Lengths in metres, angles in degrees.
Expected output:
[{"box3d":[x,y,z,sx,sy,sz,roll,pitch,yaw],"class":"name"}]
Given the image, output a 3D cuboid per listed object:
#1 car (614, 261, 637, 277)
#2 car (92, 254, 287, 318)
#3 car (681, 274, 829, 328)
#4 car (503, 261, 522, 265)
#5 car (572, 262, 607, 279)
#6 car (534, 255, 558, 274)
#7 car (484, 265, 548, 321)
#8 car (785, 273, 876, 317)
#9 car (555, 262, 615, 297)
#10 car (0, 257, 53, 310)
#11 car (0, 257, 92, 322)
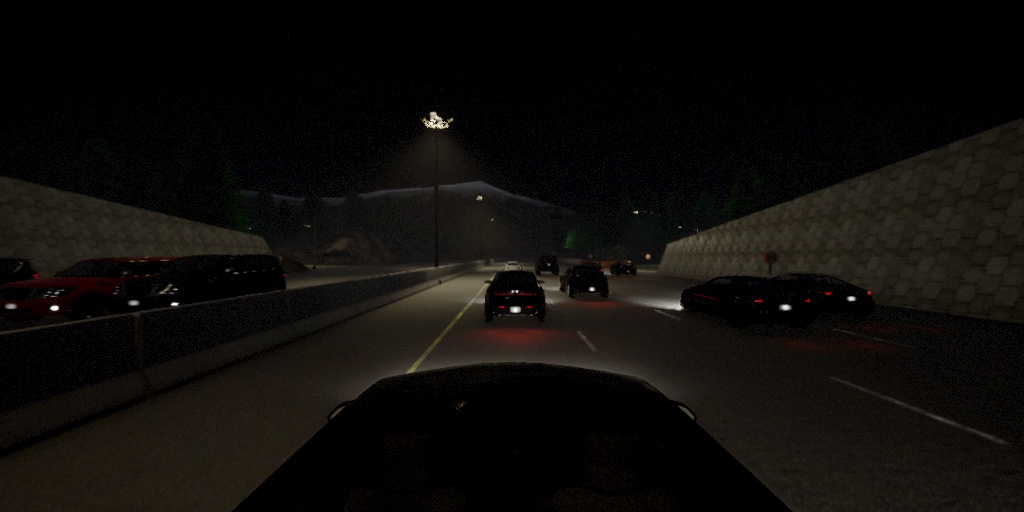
[{"box3d":[11.011,1.206,35.611,2.128,1.511,4.902,0,0,6],"class":"car"},{"box3d":[-10.503,0.949,12.719,2.150,2.045,5.566,0,0,0],"class":"car"},{"box3d":[7.100,1.304,11.309,1.994,1.385,4.181,0,0,0],"class":"car"},{"box3d":[0.093,1.240,35.591,1.812,1.442,4.674,0,0,0],"class":"car"},{"box3d":[7.093,1.265,33.370,2.033,1.411,5.357,0,0,0],"class":"car"},{"box3d":[3.591,0.934,37.492,2.150,2.045,5.566,0,0,0],"class":"car"},{"box3d":[0.097,1.244,12.440,1.837,1.490,4.892,0,0,0],"class":"car"},{"box3d":[10.596,1.302,13.198,1.994,1.385,4.181,0,0,0],"class":"car"},{"box3d":[3.596,1.237,18.549,1.837,1.490,4.892,0,0,0],"class":"car"},{"box3d":[-21.003,1.065,12.783,2.150,2.045,5.566,0,0,0],"class":"car"},{"box3d":[-14.003,1.049,12.785,2.150,2.045,5.566,0,0,0],"class":"car"}]
